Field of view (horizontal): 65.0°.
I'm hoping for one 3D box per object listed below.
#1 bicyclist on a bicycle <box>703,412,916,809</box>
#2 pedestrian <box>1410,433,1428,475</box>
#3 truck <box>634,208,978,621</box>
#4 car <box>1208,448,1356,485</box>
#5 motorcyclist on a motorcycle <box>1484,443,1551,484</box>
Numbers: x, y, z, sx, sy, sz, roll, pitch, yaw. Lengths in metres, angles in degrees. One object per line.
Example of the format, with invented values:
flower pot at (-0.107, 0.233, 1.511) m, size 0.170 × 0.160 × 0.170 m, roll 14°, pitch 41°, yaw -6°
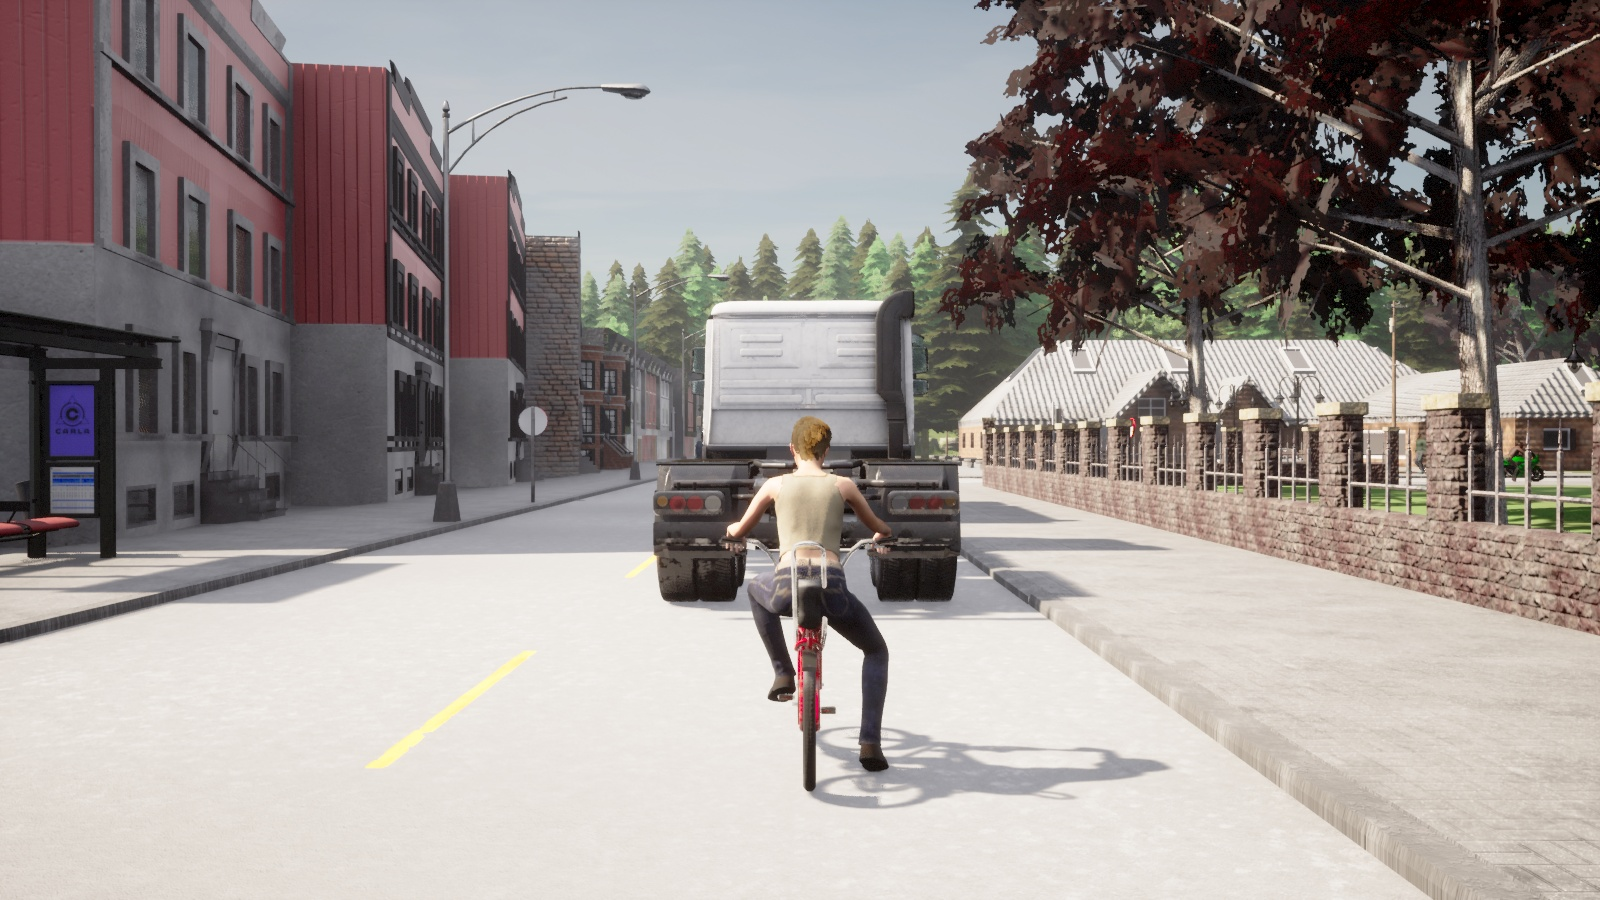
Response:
bicyclist on a bicycle at (0.044, 0.650, 5.856) m, size 0.866 × 1.612 × 1.509 m, roll 0°, pitch 0°, yaw 0°
pedestrian at (26.849, 0.170, 54.451) m, size 0.614 × 1.847 × 0.353 m, roll 0°, pitch 0°, yaw -10°
truck at (0.095, -0.317, 14.519) m, size 2.891 × 3.462 × 7.936 m, roll 0°, pitch 0°, yaw 1°
car at (17.769, 0.599, 46.425) m, size 4.718 × 1.301 × 1.895 m, roll 0°, pitch 0°, yaw -1°
motorcyclist on a motorcycle at (26.488, 0.488, 46.375) m, size 2.044 × 1.523 × 0.797 m, roll 0°, pitch 0°, yaw -1°
